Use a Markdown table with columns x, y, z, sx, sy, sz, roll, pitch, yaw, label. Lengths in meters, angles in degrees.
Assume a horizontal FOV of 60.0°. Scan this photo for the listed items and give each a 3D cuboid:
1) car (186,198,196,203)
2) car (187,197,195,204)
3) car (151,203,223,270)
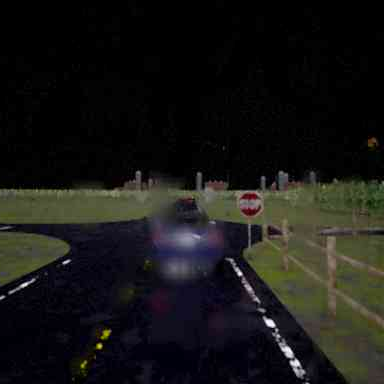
| x | y | z | sx | sy | sz | roll | pitch | yaw | label |
| --- | --- | --- | --- | --- | --- | --- | --- | --- | --- |
| -0.216 | 1.875 | 66.865 | 1.882 | 1.535 | 5.008 | 0 | 0 | 0 | car |
| -0.250 | 1.955 | 77.315 | 1.895 | 1.301 | 4.718 | 0 | 0 | 0 | car |
| -0.216 | 1.430 | 11.556 | 2.097 | 1.767 | 4.553 | 0 | 0 | -2 | car |
